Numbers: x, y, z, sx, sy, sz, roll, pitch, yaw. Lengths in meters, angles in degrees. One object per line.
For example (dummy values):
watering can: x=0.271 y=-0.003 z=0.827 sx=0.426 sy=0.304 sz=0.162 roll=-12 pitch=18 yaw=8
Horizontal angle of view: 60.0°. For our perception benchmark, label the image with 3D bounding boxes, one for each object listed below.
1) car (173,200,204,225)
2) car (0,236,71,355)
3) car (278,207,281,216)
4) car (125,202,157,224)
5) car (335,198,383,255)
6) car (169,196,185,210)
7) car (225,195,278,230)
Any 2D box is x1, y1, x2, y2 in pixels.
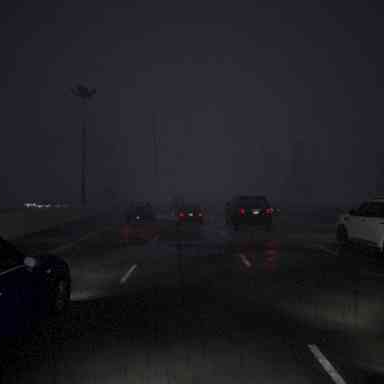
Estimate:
car: x=-0.193 y=1.558 z=24.447 sx=2.033 sy=1.411 sz=5.357 roll=0 pitch=0 yaw=-3
car: x=-3.397 y=1.354 z=4.621 sx=2.097 sy=1.767 sz=4.553 roll=0 pitch=0 yaw=0
car: x=6.485 y=1.560 z=30.297 sx=2.033 sy=1.411 sz=5.357 roll=0 pitch=0 yaw=-4
car: x=-3.709 y=1.502 z=24.536 sx=2.128 sy=1.511 sz=4.902 roll=0 pitch=0 yaw=-3
car: x=7.099 y=1.226 z=11.659 sx=2.150 sy=2.045 sz=5.566 roll=0 pitch=0 yaw=0
car: x=-1.833 y=1.370 z=42.363 sx=2.097 sy=1.767 sz=4.553 roll=0 pitch=0 yaw=-7
car: x=3.453 y=1.230 z=21.059 sx=2.150 sy=2.045 sz=5.566 roll=0 pitch=0 yaw=-2
